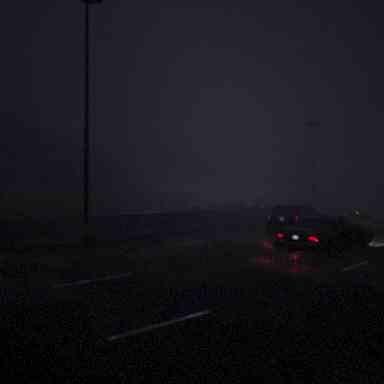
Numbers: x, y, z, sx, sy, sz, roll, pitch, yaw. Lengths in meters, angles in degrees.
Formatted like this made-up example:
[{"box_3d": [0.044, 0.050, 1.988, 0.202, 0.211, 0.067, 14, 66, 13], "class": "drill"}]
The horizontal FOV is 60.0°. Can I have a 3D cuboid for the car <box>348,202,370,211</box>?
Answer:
[{"box_3d": [16.601, 1.722, 33.054, 1.812, 1.442, 4.674, 0, 0, 30], "class": "car"}]

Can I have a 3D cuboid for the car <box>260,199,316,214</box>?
[{"box_3d": [6.144, 1.451, 18.996, 2.097, 1.767, 4.553, 0, 0, 43], "class": "car"}]

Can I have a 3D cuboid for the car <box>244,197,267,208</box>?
[{"box_3d": [8.360, 1.540, 40.146, 2.097, 1.767, 4.553, 0, 0, 28], "class": "car"}]

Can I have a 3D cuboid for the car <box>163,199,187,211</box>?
[{"box_3d": [-1.842, 1.649, 43.297, 2.128, 1.511, 4.902, 0, 0, 30], "class": "car"}]

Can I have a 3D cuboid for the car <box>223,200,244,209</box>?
[{"box_3d": [5.443, 1.709, 42.041, 1.812, 1.442, 4.674, 0, 0, 28], "class": "car"}]

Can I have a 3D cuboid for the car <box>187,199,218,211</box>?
[{"box_3d": [1.670, 1.647, 42.376, 1.882, 1.535, 5.008, 0, 0, 29], "class": "car"}]

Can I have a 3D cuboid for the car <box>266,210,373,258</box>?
[{"box_3d": [5.350, 1.620, 13.145, 5.357, 1.411, 2.033, 0, 0, -44], "class": "car"}]
